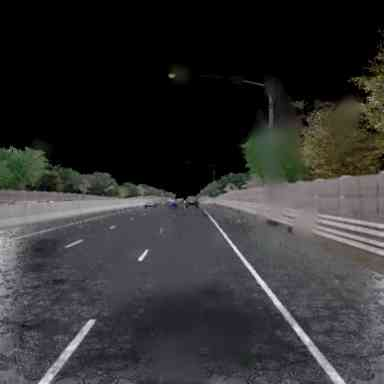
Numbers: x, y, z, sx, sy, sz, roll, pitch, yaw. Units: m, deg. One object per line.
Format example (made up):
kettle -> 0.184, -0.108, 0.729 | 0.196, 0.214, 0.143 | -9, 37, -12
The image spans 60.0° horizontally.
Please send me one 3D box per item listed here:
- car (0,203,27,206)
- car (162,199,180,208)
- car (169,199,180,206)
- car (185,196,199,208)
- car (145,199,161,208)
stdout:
car -> -17.586, 1.754, 33.016 | 1.895, 1.301, 4.718 | 0, 0, 0
car -> -3.507, 1.953, 57.261 | 1.882, 1.535, 5.008 | 0, -1, 0
car -> -3.507, 2.117, 67.769 | 2.033, 1.411, 5.357 | 0, -1, 0
car -> -0.007, 1.698, 57.296 | 2.150, 2.045, 5.566 | 0, -1, 0
car -> -7.007, 2.045, 57.609 | 1.994, 1.385, 4.181 | 0, -1, 0
